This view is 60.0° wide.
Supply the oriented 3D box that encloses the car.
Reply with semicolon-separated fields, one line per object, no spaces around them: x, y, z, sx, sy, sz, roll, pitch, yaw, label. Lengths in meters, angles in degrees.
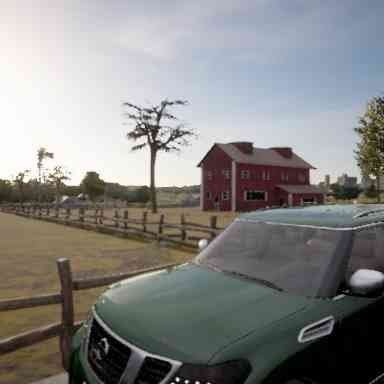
1.478;1.209;4.125;5.566;2.045;2.150;0;0;-35;car
